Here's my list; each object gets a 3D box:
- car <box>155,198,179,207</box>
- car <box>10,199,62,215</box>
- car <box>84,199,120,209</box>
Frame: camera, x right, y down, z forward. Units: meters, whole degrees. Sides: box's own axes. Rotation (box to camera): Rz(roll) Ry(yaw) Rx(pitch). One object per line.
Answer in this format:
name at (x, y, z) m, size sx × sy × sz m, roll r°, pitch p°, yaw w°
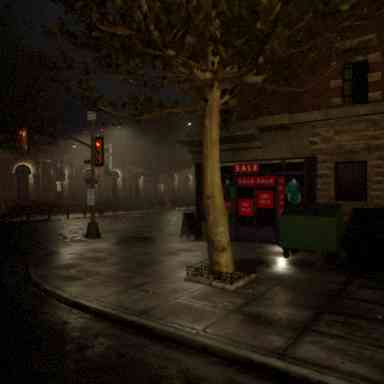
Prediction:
car at (-3.858, 1.563, 51.169) m, size 1.994 × 1.385 × 4.181 m, roll 0°, pitch 0°, yaw 36°
car at (-16.044, 1.477, 34.408) m, size 1.882 × 1.535 × 5.008 m, roll 0°, pitch 0°, yaw 36°
car at (-12.153, 1.594, 45.125) m, size 1.895 × 1.301 × 4.718 m, roll 0°, pitch 0°, yaw 36°
